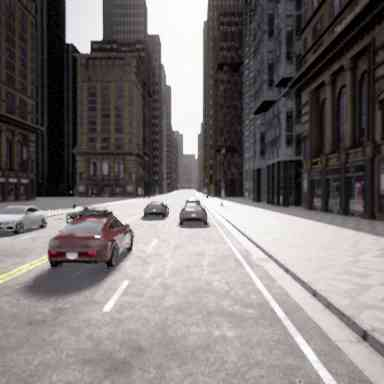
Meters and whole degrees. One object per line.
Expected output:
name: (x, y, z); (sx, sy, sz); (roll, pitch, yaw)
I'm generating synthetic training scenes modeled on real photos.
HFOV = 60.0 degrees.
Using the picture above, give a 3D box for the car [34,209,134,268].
car: (-3.149, 1.499, 11.033); (1.812, 1.442, 4.674); (0, 0, 0)

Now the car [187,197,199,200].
car: (0.104, 1.405, 42.143); (2.128, 1.511, 4.902); (0, 0, 0)

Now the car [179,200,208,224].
car: (0.102, 1.508, 24.164); (1.994, 1.385, 4.181); (0, 0, 0)

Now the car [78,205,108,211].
car: (-6.552, 1.551, 21.688); (1.895, 1.301, 4.718); (0, 0, 0)

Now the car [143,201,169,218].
car: (-3.147, 1.498, 29.839); (1.994, 1.385, 4.181); (0, 0, 0)

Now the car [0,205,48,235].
car: (-9.820, 1.481, 18.812); (1.812, 1.442, 4.674); (0, 0, 0)
